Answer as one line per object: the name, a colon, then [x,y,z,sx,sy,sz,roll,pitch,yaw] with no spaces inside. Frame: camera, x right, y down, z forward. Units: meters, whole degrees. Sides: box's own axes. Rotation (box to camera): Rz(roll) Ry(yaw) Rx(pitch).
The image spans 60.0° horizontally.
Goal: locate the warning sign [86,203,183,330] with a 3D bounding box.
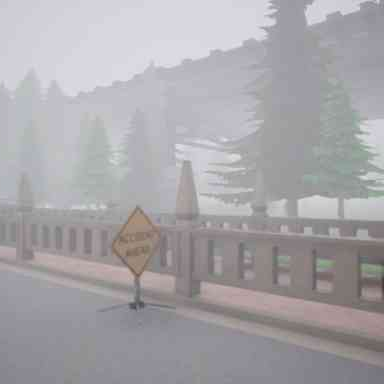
warning sign: [-0.974,1.153,5.853,1.060,1.860,1.300,-1,0,36]
